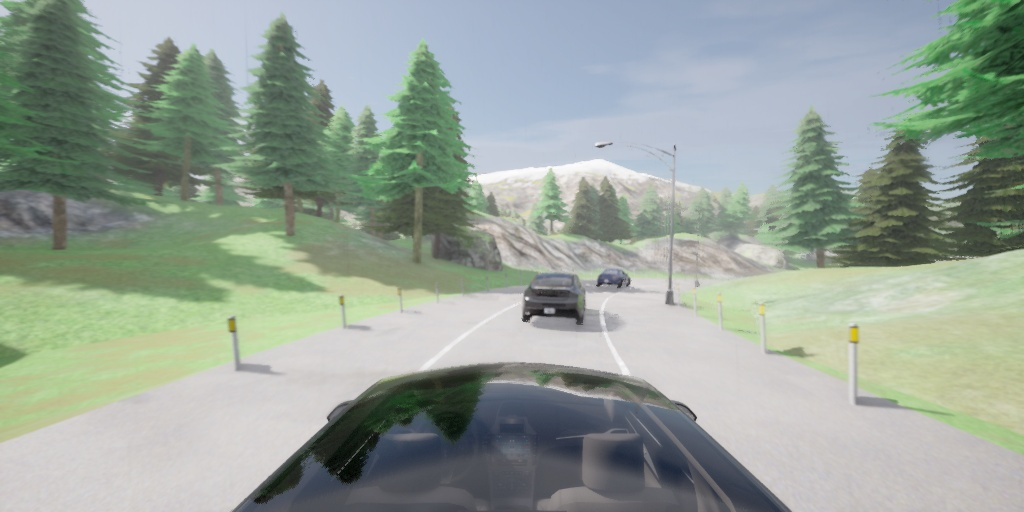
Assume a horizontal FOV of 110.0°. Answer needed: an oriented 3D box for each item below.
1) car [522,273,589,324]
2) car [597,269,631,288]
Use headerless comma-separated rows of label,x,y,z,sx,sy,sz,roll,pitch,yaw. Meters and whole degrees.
car,1.567,1.300,12.243,1.837,1.490,4.892,1,-1,13
car,8.167,1.741,28.624,1.812,1.442,4.674,2,0,30
